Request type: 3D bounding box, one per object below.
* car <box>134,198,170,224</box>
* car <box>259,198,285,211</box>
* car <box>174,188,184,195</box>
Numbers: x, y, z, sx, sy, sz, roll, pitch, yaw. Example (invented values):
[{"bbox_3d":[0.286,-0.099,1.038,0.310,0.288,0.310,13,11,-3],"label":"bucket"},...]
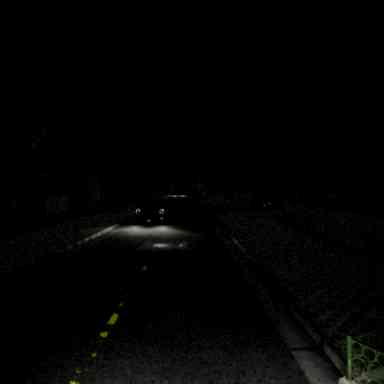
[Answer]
[{"bbox_3d":[-2.757,1.239,23.606,2.097,1.767,4.553,0,1,0],"label":"car"},{"bbox_3d":[9.223,1.344,35.456,4.181,1.385,1.994,0,1,-29],"label":"car"},{"bbox_3d":[-2.764,-0.088,70.235,1.837,1.490,4.892,0,2,0],"label":"car"}]
